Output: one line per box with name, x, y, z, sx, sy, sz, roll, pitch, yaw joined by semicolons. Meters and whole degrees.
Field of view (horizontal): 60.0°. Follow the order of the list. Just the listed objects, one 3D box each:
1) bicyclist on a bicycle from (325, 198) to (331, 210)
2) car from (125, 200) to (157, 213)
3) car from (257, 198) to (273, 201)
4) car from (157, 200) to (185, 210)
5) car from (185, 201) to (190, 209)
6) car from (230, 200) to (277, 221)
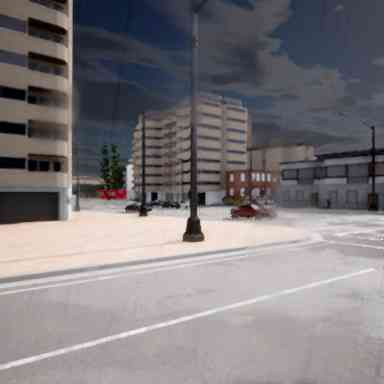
bicyclist on a bicycle;18.484;1.639;45.198;1.656;1.620;0.582;0;-1;-37
car;-7.505;2.192;46.567;2.033;1.411;5.357;0;-1;-37
car;14.545;1.947;66.442;1.970;1.475;3.806;0;-1;-37
car;-3.880;2.349;59.456;1.837;1.490;4.892;0;-1;-36
car;-1.016;2.378;61.475;1.812;1.442;4.674;0;-1;-36
car;5.343;1.733;29.428;1.812;1.442;4.674;0;-1;-37
